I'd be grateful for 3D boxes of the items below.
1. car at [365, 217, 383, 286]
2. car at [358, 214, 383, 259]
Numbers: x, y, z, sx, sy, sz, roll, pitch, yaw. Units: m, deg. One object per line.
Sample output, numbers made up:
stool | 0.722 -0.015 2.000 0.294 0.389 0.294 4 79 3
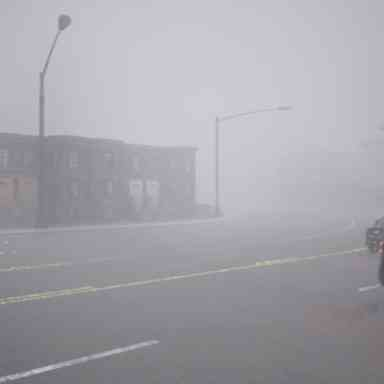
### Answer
car | 6.344 1.294 7.261 5.566 2.045 2.150 0 -1 -33
car | 8.745 1.643 13.253 4.892 1.490 1.837 0 0 -37
